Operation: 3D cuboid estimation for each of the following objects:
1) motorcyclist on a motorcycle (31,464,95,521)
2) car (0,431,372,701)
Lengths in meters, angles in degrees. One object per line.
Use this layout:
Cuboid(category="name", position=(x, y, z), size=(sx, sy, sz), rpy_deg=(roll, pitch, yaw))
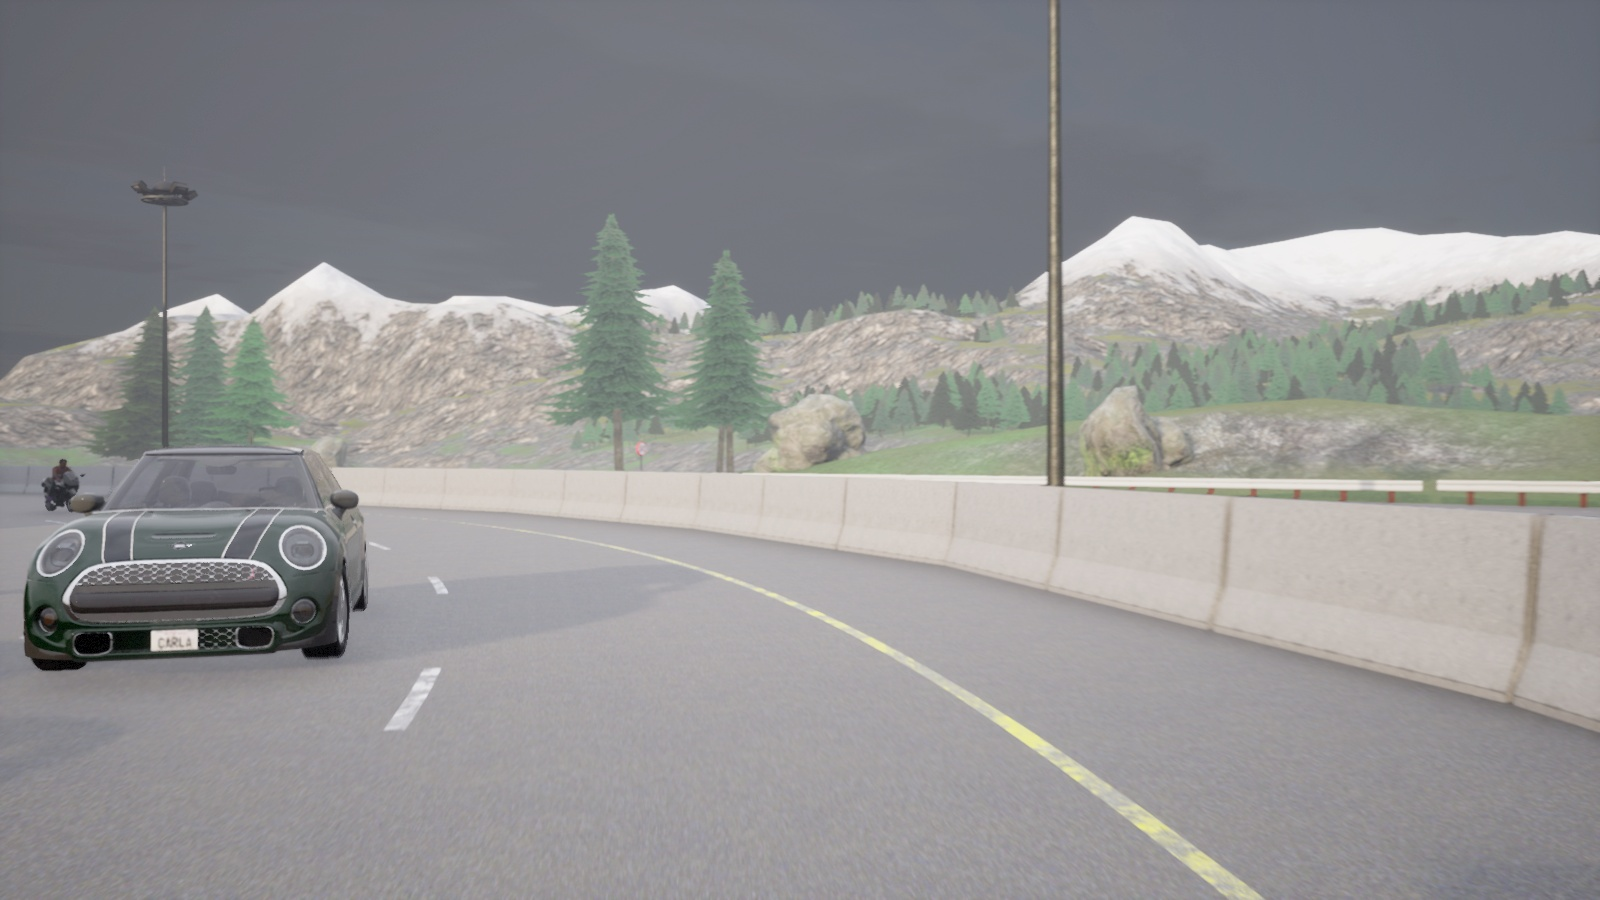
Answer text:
Cuboid(category="motorcyclist on a motorcycle", position=(-20.508, 1.152, 34.947), size=(2.044, 1.523, 0.797), rpy_deg=(0, 1, 38))
Cuboid(category="car", position=(-4.906, 0.773, 10.769), size=(2.097, 1.767, 4.553), rpy_deg=(-1, 0, -16))
